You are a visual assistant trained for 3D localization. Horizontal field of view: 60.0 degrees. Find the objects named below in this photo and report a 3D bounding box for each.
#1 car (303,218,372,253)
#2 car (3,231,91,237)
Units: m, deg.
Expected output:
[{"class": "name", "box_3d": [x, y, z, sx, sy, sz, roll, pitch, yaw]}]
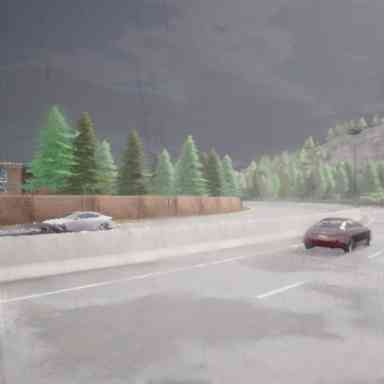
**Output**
[{"class": "car", "box_3d": [6.855, 1.883, 15.491, 1.994, 1.385, 4.181, -1, -2, 43]}, {"class": "car", "box_3d": [-6.383, 1.856, 12.465, 4.718, 1.301, 1.895, 1, -1, -40]}]
